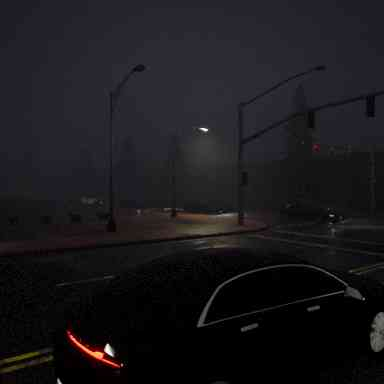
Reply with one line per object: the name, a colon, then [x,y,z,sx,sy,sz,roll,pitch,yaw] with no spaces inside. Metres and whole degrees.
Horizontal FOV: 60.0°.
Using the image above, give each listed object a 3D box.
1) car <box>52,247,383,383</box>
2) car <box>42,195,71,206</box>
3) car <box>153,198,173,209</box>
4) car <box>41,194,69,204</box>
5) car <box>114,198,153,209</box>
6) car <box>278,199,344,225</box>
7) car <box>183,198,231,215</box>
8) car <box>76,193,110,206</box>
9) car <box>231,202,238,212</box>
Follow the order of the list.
car: [0.813,1.505,4.378,4.892,1.490,1.837,0,0,-35]
car: [-21.822,1.547,52.305,5.357,1.411,2.033,0,0,17]
car: [-4.663,1.561,46.239,4.181,1.385,1.994,0,0,40]
car: [-26.243,1.351,63.797,4.553,1.767,2.097,0,0,9]
car: [-7.881,1.525,44.446,4.674,1.442,1.812,0,0,39]
car: [8.564,1.505,24.255,1.837,1.490,4.892,0,0,-35]
car: [1.201,1.547,34.390,2.033,1.411,5.357,0,0,-37]
car: [-16.137,1.223,53.745,5.566,2.045,2.150,0,0,22]
car: [3.204,1.504,37.398,1.837,1.490,4.892,0,0,-38]
